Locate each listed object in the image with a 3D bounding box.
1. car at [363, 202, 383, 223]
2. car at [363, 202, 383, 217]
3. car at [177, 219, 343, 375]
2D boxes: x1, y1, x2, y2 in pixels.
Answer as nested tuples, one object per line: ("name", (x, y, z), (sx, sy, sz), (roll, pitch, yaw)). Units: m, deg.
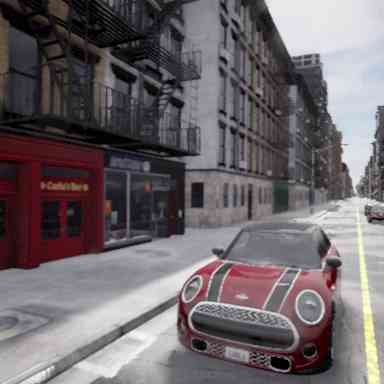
("car", (16.047, 1.872, 28.451), (2.033, 1.411, 5.357), (1, 0, 26))
("car", (20.803, 1.915, 38.103), (2.128, 1.511, 4.902), (1, 0, 27))
("car", (1.542, 1.398, 6.051), (2.097, 1.767, 4.553), (1, 0, 26))
